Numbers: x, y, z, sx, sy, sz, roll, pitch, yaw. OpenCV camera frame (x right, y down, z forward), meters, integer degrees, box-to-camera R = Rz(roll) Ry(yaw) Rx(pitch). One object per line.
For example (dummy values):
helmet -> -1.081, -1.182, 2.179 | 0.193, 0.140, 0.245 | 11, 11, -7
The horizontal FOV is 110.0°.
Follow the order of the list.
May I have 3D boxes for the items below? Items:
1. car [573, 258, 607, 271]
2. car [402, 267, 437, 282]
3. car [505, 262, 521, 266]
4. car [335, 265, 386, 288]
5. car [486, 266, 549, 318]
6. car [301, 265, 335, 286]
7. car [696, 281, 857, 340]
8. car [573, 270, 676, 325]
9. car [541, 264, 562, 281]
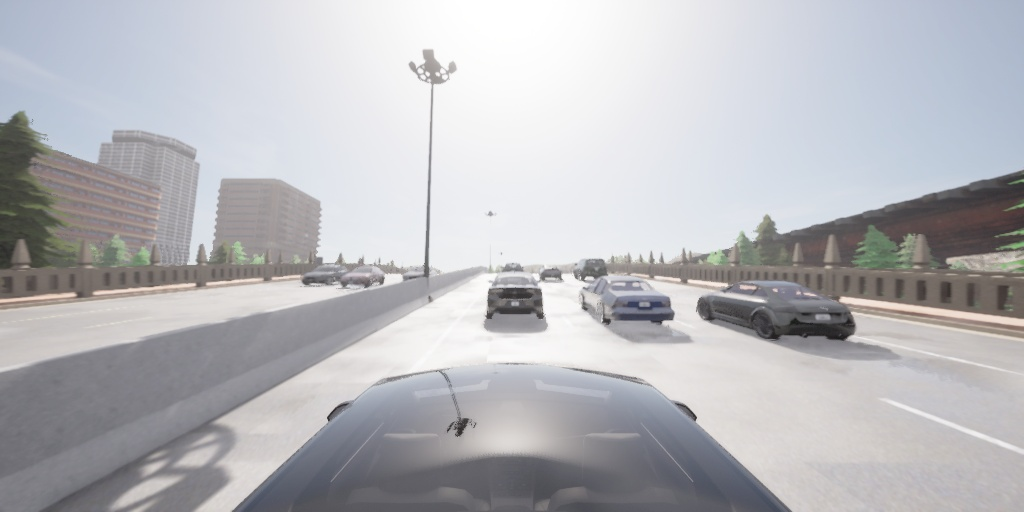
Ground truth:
car -> 7.080, 1.219, 32.752 | 2.150, 2.045, 5.566 | 0, 0, 0
car -> -7.102, 1.522, 27.886 | 1.994, 1.385, 4.181 | 0, 0, 0
car -> 0.092, 1.358, 33.832 | 2.097, 1.767, 4.553 | 0, 0, 0
car -> -10.604, 1.468, 25.922 | 1.812, 1.442, 4.674 | 0, 0, 0
car -> 0.097, 1.321, 13.406 | 1.882, 1.535, 5.008 | 0, 0, 0
car -> -14.103, 1.460, 27.547 | 1.837, 1.490, 4.892 | 0, 0, 0
car -> 7.097, 1.382, 10.190 | 1.994, 1.385, 4.181 | 0, 0, 0
car -> 3.597, 1.381, 12.240 | 2.033, 1.411, 5.357 | 0, 0, 0
car -> 3.592, 1.499, 33.934 | 2.128, 1.511, 4.902 | 0, 0, 0
